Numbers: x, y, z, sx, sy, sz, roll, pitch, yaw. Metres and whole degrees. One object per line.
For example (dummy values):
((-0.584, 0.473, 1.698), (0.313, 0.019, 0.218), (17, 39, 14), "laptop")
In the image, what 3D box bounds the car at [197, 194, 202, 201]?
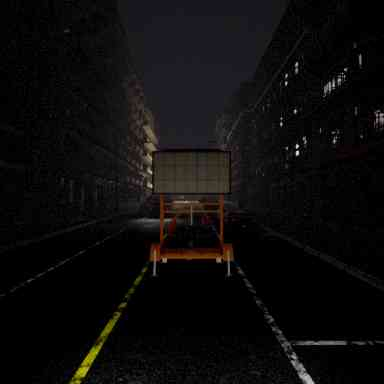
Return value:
((2.569, 1.706, 68.423), (1.887, 1.381, 4.507), (1, 0, 0), "car")

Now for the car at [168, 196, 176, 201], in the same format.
((-5.318, 1.830, 90.605), (1.947, 1.339, 4.313), (1, 0, 0), "car")

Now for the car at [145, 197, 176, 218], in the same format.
((-2.855, 1.521, 31.038), (1.882, 1.535, 5.008), (0, 0, 0), "car")

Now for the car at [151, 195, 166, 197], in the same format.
((-5.300, 1.399, 46.363), (2.192, 1.841, 5.009), (2, 0, 0), "car")

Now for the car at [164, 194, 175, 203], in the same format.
((-5.309, 1.526, 79.544), (2.192, 1.841, 5.009), (1, 0, 0), "car")

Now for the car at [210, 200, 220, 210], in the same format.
((2.580, 1.555, 24.349), (1.752, 1.417, 4.829), (1, 0, 0), "car")

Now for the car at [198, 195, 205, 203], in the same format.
((2.570, 1.684, 62.893), (1.887, 1.381, 4.507), (1, 0, 0), "car")

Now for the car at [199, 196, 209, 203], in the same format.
((2.577, 1.626, 73.955), (1.967, 1.590, 4.097), (1, 0, 0), "car")

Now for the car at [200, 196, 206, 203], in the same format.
((2.574, 1.635, 46.301), (2.008, 1.369, 4.403), (1, 0, 0), "car")

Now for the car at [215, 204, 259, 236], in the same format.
((2.581, 1.565, 18.647), (1.887, 1.381, 4.507), (1, 0, 0), "car")

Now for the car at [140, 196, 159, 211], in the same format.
((-5.304, 1.594, 40.661), (1.752, 1.417, 4.829), (2, 0, 0), "car")

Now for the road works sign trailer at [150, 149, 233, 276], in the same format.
((-0.012, 0.473, 10.318), (2.380, 3.560, 2.880), (0, 0, 0), "road works sign trailer")

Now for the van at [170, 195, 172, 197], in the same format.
((-5.306, 1.481, 62.953), (1.690, 1.788, 3.998), (1, 0, 0), "van")

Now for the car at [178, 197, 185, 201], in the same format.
((-2.770, 1.853, 88.230), (1.895, 1.301, 4.718), (0, 0, 0), "car")

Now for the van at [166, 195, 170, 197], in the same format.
((-5.303, 1.459, 57.421), (1.690, 1.788, 3.998), (2, 0, 0), "van")

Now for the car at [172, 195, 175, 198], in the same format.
((-5.307, 1.501, 74.014), (2.192, 1.841, 5.009), (1, 0, 0), "car")

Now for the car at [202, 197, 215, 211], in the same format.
((2.575, 1.614, 40.769), (1.887, 1.381, 4.507), (1, 0, 0), "car")

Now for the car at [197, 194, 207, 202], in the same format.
((2.536, 1.551, 85.017), (2.192, 1.841, 5.009), (1, 0, 0), "car")
